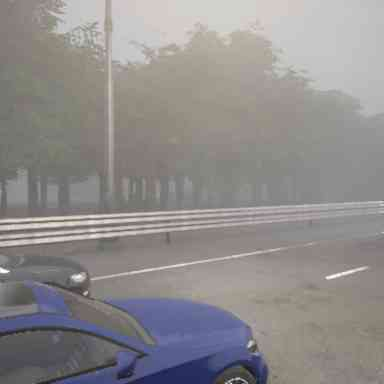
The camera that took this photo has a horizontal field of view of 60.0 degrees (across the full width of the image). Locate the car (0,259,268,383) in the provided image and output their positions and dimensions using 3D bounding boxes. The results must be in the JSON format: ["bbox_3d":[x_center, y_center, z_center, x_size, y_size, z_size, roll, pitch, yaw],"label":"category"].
[{"bbox_3d":[-1.435,1.524,2.723,4.674,1.442,1.812,0,0,-36],"label":"car"}]

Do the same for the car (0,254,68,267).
[{"bbox_3d":[-4.091,1.494,5.127,4.902,1.511,2.128,0,0,-36],"label":"car"}]
